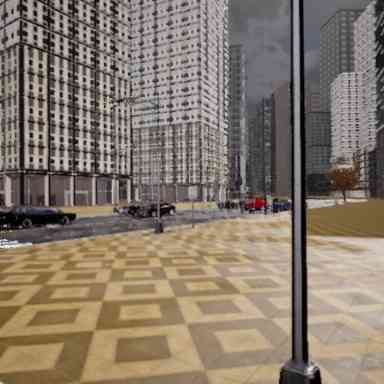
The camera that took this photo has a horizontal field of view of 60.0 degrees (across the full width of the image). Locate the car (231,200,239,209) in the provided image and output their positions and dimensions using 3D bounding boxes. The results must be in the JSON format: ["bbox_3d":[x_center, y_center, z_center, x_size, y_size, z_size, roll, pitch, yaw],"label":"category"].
[{"bbox_3d":[8.389,1.928,52.339,1.837,1.490,4.892,-1,-1,33],"label":"car"}]

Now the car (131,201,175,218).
[{"bbox_3d":[-3.660,1.784,34.374,1.837,1.490,4.892,-1,1,34],"label":"car"}]

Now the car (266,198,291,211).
[{"bbox_3d":[12.656,1.705,46.857,2.097,1.767,4.553,-1,-1,33],"label":"car"}]

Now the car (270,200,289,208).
[{"bbox_3d":[14.956,2.038,56.764,1.895,1.301,4.718,-1,-1,30],"label":"car"}]

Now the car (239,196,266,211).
[{"bbox_3d":[9.329,1.594,47.687,2.150,2.045,5.566,-1,-1,33],"label":"car"}]

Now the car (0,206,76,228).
[{"bbox_3d":[-10.821,1.801,23.841,1.895,1.301,4.718,-1,-1,34],"label":"car"}]

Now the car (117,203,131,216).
[{"bbox_3d":[-6.063,1.803,36.621,2.128,1.511,4.902,-1,0,34],"label":"car"}]

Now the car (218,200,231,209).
[{"bbox_3d":[5.824,2.014,54.361,1.994,1.385,4.181,-1,-1,32],"label":"car"}]
